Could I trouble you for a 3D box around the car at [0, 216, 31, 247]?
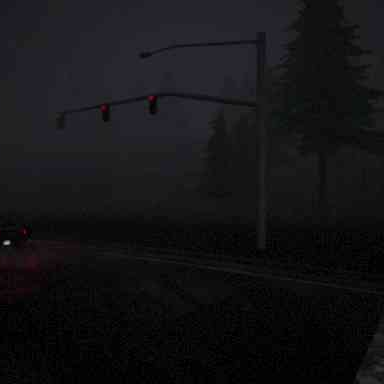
[{"bbox_3d":[-8.799,1.594,13.465,4.718,1.301,1.895,0,0,30],"label":"car"}]
